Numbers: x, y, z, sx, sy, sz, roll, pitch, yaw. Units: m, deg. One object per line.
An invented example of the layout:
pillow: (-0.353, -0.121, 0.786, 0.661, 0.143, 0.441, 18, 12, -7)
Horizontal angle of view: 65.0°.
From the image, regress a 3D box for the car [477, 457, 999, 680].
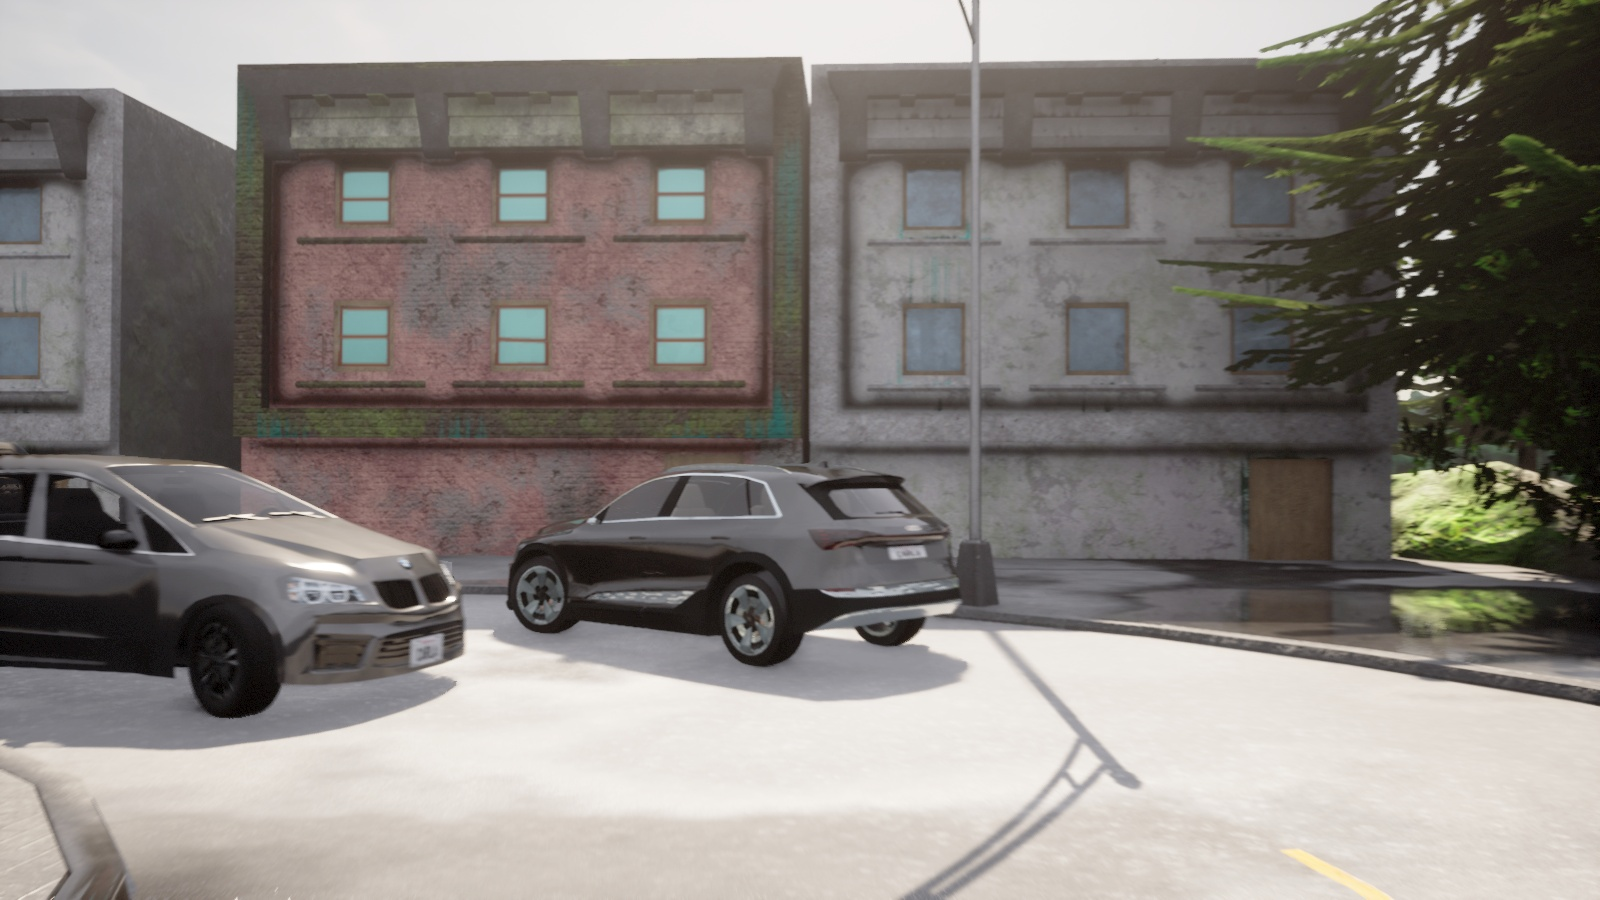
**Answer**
car: (-0.774, 0.944, 11.701, 4.856, 1.649, 2.033, -2, -2, 43)

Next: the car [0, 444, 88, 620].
car: (-10.472, 0.897, 14.129, 3.866, 1.878, 1.905, 0, -1, 4)

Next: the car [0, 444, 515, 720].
car: (-4.737, 0.838, 9.272, 4.611, 1.667, 2.242, 0, -1, 15)
